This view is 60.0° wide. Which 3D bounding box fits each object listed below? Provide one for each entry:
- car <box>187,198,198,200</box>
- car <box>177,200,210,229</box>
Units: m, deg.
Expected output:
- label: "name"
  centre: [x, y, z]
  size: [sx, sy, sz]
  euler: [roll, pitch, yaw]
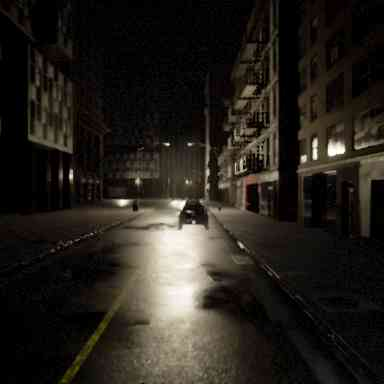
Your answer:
- label: "car"
  centre: [0.106, 1.504, 40.788]
  size: [1.882, 1.535, 5.008]
  euler: [0, 0, 0]
- label: "car"
  centre: [0.104, 1.518, 21.932]
  size: [1.837, 1.490, 4.892]
  euler: [0, 0, 0]
